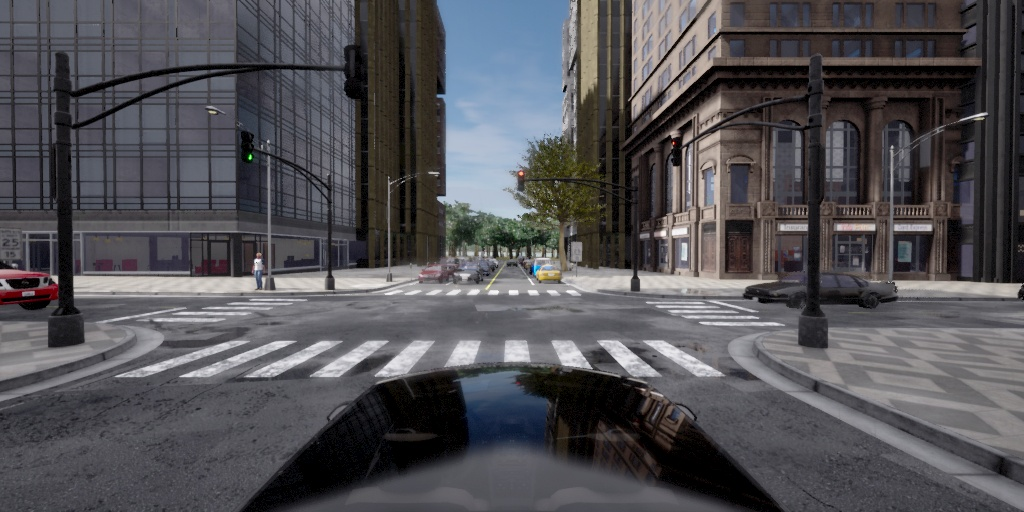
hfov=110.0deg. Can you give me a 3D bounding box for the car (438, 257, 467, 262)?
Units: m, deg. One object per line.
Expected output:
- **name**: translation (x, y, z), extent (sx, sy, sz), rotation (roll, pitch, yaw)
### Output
- **car**: translation (-5.799, 1.033, 32.676), extent (2.192, 1.841, 5.009), rotation (0, 0, 0)

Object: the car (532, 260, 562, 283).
- **car**: translation (2.733, 1.253, 27.184), extent (1.751, 1.417, 4.829), rotation (0, 0, 0)

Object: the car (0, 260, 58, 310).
- **car**: translation (-18.386, 0.841, 11.560), extent (5.566, 2.045, 2.150), rotation (1, 1, 0)

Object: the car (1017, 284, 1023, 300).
- **car**: translation (24.298, 1.394, 14.897), extent (4.902, 1.511, 2.128), rotation (0, 1, 0)

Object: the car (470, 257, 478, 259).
- **car**: translation (-5.812, 1.010, 44.036), extent (2.192, 1.841, 5.009), rotation (0, 0, 0)

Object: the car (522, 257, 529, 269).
- **car**: translation (2.707, 1.207, 49.903), extent (1.751, 1.417, 4.829), rotation (0, 0, 0)

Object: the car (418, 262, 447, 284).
- **car**: translation (-5.792, 1.310, 26.996), extent (1.802, 1.307, 4.207), rotation (0, 0, 0)

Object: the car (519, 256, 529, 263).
- **car**: translation (2.694, 1.201, 61.091), extent (2.007, 1.370, 4.403), rotation (0, 0, 0)

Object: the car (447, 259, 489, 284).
- **car**: translation (-3.134, 1.220, 26.507), extent (2.128, 1.511, 4.902), rotation (0, 0, 1)

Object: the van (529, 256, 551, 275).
- **van**: translation (2.727, 1.060, 32.694), extent (1.690, 1.789, 3.998), rotation (0, 0, 0)

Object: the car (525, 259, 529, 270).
- **car**: translation (2.720, 1.274, 38.374), extent (1.948, 1.339, 4.313), rotation (0, 0, 0)

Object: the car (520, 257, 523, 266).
- **car**: translation (2.701, 1.211, 55.412), extent (1.888, 1.381, 4.507), rotation (0, 0, 0)

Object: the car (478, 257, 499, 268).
- **car**: translation (-3.138, 1.182, 46.441), extent (2.128, 1.511, 4.902), rotation (0, 0, 0)

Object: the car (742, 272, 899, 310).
- **car**: translation (12.613, 1.377, 14.783), extent (5.357, 1.411, 2.033), rotation (0, 1, -3)

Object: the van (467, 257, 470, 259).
- **van**: translation (-5.805, 1.049, 38.356), extent (1.690, 1.789, 3.998), rotation (0, 0, 0)

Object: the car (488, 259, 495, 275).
- **car**: translation (-3.133, 1.260, 36.329), extent (2.033, 1.411, 5.357), rotation (0, 0, 0)

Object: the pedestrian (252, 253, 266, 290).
- **pedestrian**: translation (-12.541, 0.740, 17.816), extent (0.375, 1.860, 0.375), rotation (0, 0, 0)
